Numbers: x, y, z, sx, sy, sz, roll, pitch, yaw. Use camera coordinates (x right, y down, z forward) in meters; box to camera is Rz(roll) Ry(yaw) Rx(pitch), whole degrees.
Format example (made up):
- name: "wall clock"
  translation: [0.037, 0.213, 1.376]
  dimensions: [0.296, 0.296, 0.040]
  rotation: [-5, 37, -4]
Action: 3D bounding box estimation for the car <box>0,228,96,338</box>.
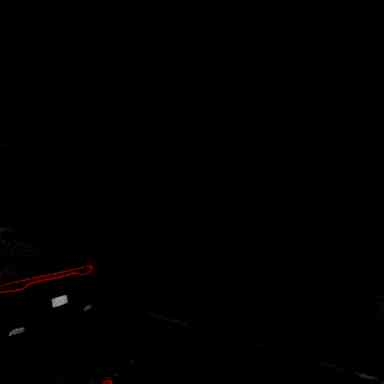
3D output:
- name: "car"
  translation: [-3.983, 1.448, 6.403]
  dimensions: [5.008, 1.535, 1.882]
  rotation: [1, 0, 35]
